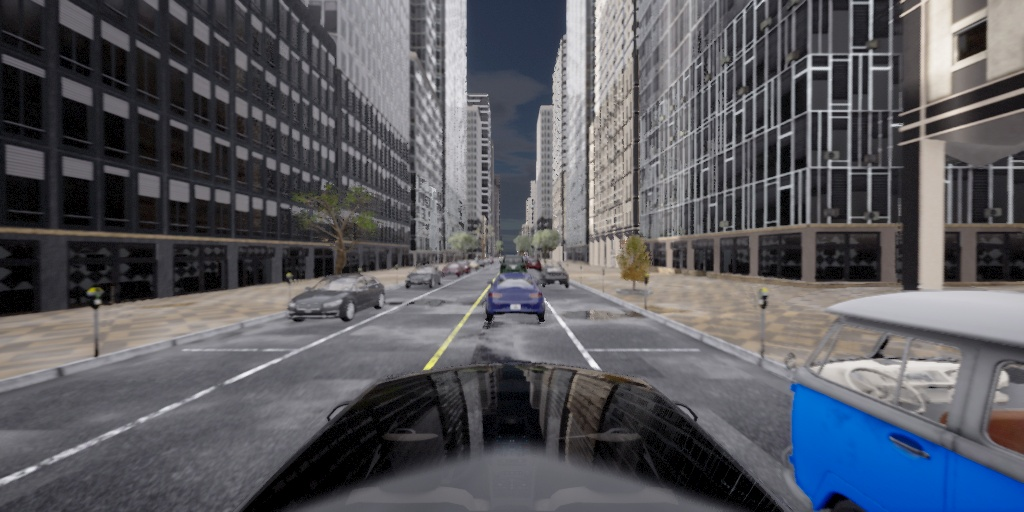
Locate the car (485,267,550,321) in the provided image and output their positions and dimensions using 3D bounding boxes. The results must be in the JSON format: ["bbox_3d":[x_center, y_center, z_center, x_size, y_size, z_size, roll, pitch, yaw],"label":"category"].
[{"bbox_3d":[0.100,1.285,12.462,1.812,1.442,4.674,0,0,0],"label":"car"}]

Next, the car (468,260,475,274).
[{"bbox_3d":[-5.698,1.221,40.621,1.967,1.591,4.097,0,0,0],"label":"car"}]

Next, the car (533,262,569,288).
[{"bbox_3d":[2.686,1.319,23.571,2.007,1.370,4.403,0,0,0],"label":"car"}]

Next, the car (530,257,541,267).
[{"bbox_3d":[2.682,1.101,46.307,2.192,1.841,5.009,0,0,0],"label":"car"}]

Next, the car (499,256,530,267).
[{"bbox_3d":[0.098,0.995,30.145,2.150,2.045,5.566,0,0,0],"label":"car"}]

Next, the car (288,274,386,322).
[{"bbox_3d":[-5.693,1.309,12.203,2.007,1.370,4.403,0,0,0],"label":"car"}]

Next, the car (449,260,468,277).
[{"bbox_3d":[-5.697,1.358,34.937,1.802,1.307,4.207,0,0,0],"label":"car"}]

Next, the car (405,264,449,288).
[{"bbox_3d":[-5.695,1.318,23.570,2.007,1.370,4.403,0,0,0],"label":"car"}]

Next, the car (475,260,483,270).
[{"bbox_3d":[-5.699,1.315,51.819,1.751,1.417,4.829,0,0,0],"label":"car"}]

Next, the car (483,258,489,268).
[{"bbox_3d":[-5.702,1.363,63.356,1.948,1.339,4.313,0,0,0],"label":"car"}]

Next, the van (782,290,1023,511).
[{"bbox_3d":[2.690,1.090,0.837,1.690,1.789,3.998,0,0,0],"label":"van"}]
